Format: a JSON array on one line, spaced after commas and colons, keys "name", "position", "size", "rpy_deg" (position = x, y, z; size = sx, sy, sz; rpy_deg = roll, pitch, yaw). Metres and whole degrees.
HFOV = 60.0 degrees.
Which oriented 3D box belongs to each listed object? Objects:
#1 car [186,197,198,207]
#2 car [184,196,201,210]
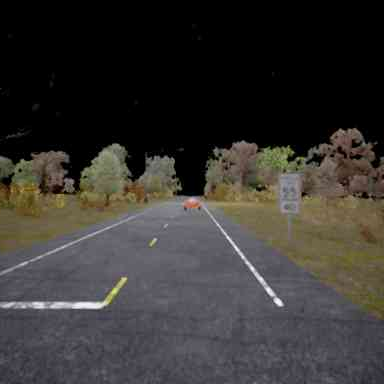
[{"name": "car", "position": [0.065, 1.515, 52.595], "size": [1.812, 1.442, 4.674], "rpy_deg": [0, 0, 0]}, {"name": "car", "position": [0.053, 1.337, 42.561], "size": [2.097, 1.767, 4.553], "rpy_deg": [0, 0, 0]}]
